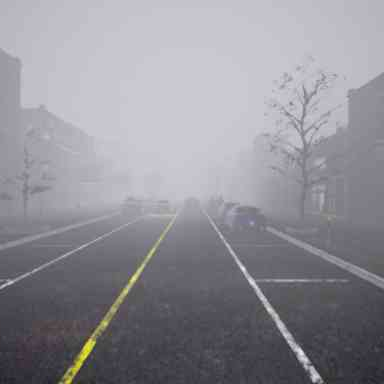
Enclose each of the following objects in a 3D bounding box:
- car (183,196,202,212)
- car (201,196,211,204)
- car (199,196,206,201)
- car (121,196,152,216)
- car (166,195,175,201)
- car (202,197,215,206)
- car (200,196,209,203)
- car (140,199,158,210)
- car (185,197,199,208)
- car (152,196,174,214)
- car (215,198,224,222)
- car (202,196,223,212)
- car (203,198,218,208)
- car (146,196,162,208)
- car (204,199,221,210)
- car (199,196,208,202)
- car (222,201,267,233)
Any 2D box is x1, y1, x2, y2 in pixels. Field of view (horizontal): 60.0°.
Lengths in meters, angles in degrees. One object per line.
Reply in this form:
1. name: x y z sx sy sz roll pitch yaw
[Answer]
1. car: 0.030 1.389 39.863 2.097 1.767 4.553 0 0 0
2. car: 2.745 1.595 66.303 1.752 1.417 4.829 0 0 0
3. car: 2.809 1.688 91.071 1.802 1.307 4.206 0 0 0
4. car: -5.687 1.345 33.241 2.192 1.841 5.009 1 0 0
5. car: -5.829 1.544 89.968 1.967 1.590 4.097 0 0 0
6. car: 2.694 1.600 55.067 1.887 1.381 4.507 0 0 0
7. car: 2.783 1.631 74.524 2.008 1.369 4.403 0 0 0
8. car: -5.692 1.625 44.307 1.802 1.307 4.206 1 0 0
9. car: 0.013 1.543 51.258 2.128 1.511 4.902 0 0 0
10. car: -3.101 1.538 35.791 1.837 1.490 4.892 0 0 0
11. car: 3.140 1.529 26.942 1.837 1.490 4.892 0 0 0
12. car: 2.692 1.351 38.774 2.192 1.841 5.009 0 0 0
13. car: 2.687 1.615 49.840 1.947 1.339 4.313 0 0 0
14. car: -5.691 1.489 49.840 1.967 1.590 4.097 1 0 0
15. car: 2.689 1.609 44.307 1.947 1.339 4.313 0 0 0
16. car: 2.811 1.658 82.069 1.947 1.339 4.313 0 0 0
17. car: 3.136 1.495 19.942 1.882 1.535 5.008 0 0 0
